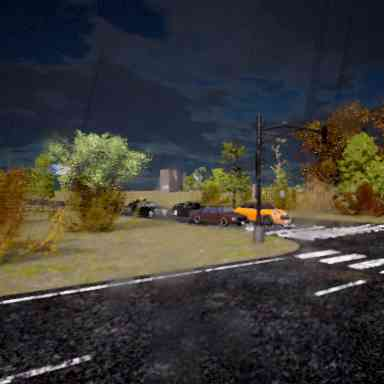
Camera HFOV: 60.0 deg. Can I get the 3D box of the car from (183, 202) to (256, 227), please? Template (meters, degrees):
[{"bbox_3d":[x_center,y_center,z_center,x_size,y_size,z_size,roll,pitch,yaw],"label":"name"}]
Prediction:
[{"bbox_3d":[1.935,1.770,25.353,2.033,1.411,5.357,0,0,-38],"label":"car"}]

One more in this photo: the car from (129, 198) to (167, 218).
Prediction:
[{"bbox_3d":[-4.061,1.698,33.026,2.128,1.511,4.902,0,0,-38],"label":"car"}]

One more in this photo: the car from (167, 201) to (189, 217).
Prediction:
[{"bbox_3d":[-0.077,1.736,33.205,1.837,1.490,4.892,0,0,-38],"label":"car"}]

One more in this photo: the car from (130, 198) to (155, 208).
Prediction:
[{"bbox_3d":[-8.158,1.717,54.416,1.882,1.535,5.008,0,0,-38],"label":"car"}]

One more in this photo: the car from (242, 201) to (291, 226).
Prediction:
[{"bbox_3d":[5.493,1.599,26.082,2.097,1.767,4.553,0,0,-38],"label":"car"}]

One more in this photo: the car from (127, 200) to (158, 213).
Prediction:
[{"bbox_3d":[-6.169,1.741,40.997,1.812,1.442,4.674,0,0,-38],"label":"car"}]
